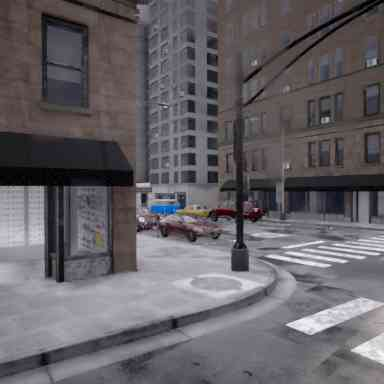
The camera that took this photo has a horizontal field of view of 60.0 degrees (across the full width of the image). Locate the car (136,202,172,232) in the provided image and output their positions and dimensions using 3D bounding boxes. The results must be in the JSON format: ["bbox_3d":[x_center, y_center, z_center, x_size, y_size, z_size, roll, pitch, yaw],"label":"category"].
[{"bbox_3d":[-3.460,1.705,22.093,1.967,1.590,4.097,-1,0,-36],"label":"car"}]

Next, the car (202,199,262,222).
[{"bbox_3d":[3.456,1.521,27.073,2.192,1.841,5.009,-1,0,-36],"label":"car"}]

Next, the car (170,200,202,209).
[{"bbox_3d":[0.147,1.804,31.679,1.752,1.417,4.829,-1,0,-36],"label":"car"}]

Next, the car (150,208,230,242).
[{"bbox_3d":[-0.242,1.778,17.626,1.802,1.307,4.206,-1,0,-36],"label":"car"}]

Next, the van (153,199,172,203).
[{"bbox_3d":[-2.973,1.688,36.009,1.690,1.788,3.998,-1,0,-36],"label":"van"}]
